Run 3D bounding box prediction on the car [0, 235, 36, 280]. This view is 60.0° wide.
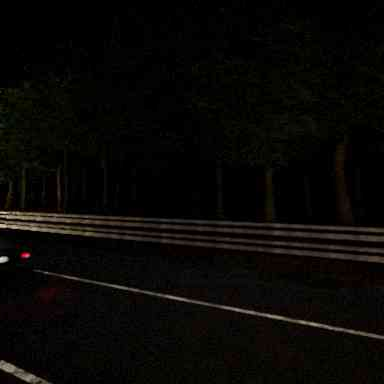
[{"bbox_3d":[-6.509,1.639,9.027,5.357,1.411,2.033,-1,0,32],"label":"car"}]
